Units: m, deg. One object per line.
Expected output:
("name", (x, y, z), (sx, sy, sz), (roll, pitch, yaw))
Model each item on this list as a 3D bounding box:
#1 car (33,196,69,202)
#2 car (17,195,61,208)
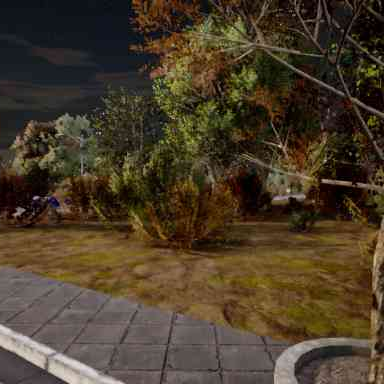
("car", (-17.572, 1.245, 41.306), (1.882, 1.535, 5.008), (0, 0, 32))
("car", (-20.087, 1.221, 43.881), (1.882, 1.535, 5.008), (0, 0, 32))
